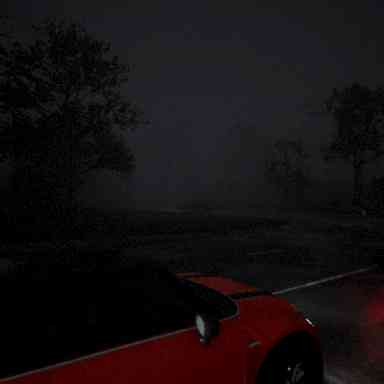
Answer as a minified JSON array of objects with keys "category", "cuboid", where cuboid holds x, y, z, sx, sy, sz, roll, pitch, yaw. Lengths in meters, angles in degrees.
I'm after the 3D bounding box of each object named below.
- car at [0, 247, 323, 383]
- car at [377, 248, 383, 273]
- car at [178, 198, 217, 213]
[{"category":"car","cuboid":[-0.798,1.348,3.151,4.553,1.767,2.097,0,0,-35]},{"category":"car","cuboid":[6.788,1.558,8.549,4.718,1.301,1.895,0,0,-36]},{"category":"car","cuboid":[0.507,1.425,35.460,2.128,1.511,4.902,0,0,-42]}]
